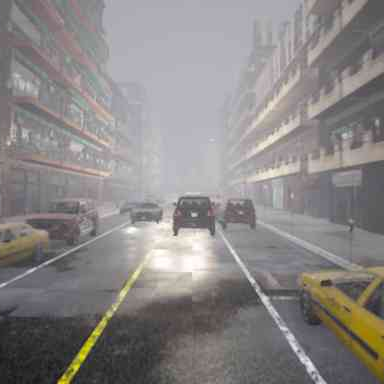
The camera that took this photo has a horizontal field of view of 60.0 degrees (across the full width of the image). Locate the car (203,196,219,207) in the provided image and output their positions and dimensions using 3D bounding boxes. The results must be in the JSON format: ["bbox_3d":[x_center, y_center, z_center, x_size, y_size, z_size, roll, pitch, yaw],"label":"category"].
[{"bbox_3d":[2.694,1.354,48.540,2.008,1.369,4.403,1,0,0],"label":"car"}]

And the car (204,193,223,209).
[{"bbox_3d":[2.698,1.140,42.970,2.192,1.841,5.009,1,0,0],"label":"car"}]

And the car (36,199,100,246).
[{"bbox_3d":[-5.679,1.252,15.164,2.192,1.841,5.009,1,0,0],"label":"car"}]

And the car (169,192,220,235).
[{"bbox_3d":[0.099,1.147,18.337,2.150,2.045,5.566,0,1,0],"label":"car"}]

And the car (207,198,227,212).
[{"bbox_3d":[2.696,1.392,37.403,1.887,1.381,4.507,1,0,0],"label":"car"}]

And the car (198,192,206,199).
[{"bbox_3d":[2.692,0.950,93.082,2.192,1.841,5.009,1,0,0],"label":"car"}]

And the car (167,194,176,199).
[{"bbox_3d":[-5.691,1.186,93.115,2.008,1.369,4.403,1,0,0],"label":"car"}]

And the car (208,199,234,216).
[{"bbox_3d":[2.696,1.420,31.836,2.008,1.369,4.403,1,0,0],"label":"car"}]

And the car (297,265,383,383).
[{"bbox_3d":[2.700,1.507,4.166,1.752,1.417,4.829,1,0,0],"label":"car"}]

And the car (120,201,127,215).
[{"bbox_3d":[-5.684,1.435,31.869,1.947,1.339,4.313,1,0,0],"label":"car"}]

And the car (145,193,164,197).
[{"bbox_3d":[-5.683,1.118,48.571,2.192,1.841,5.009,1,0,0],"label":"car"}]

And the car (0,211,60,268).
[{"bbox_3d":[-5.681,1.486,9.427,1.752,1.417,4.829,1,0,0],"label":"car"}]

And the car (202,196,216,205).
[{"bbox_3d":[2.694,1.348,54.107,1.947,1.339,4.313,1,0,0],"label":"car"}]

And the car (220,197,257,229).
[{"bbox_3d":[2.701,1.229,20.699,2.192,1.841,5.009,1,0,0],"label":"car"}]

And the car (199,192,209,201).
[{"bbox_3d":[2.694,1.012,76.378,2.192,1.841,5.009,1,0,0],"label":"car"}]

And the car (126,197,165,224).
[{"bbox_3d":[-3.101,1.379,23.751,1.882,1.535,5.008,0,0,0],"label":"car"}]

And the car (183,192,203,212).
[{"bbox_3d":[0.087,1.067,38.061,2.150,2.045,5.566,0,0,0],"label":"car"}]
